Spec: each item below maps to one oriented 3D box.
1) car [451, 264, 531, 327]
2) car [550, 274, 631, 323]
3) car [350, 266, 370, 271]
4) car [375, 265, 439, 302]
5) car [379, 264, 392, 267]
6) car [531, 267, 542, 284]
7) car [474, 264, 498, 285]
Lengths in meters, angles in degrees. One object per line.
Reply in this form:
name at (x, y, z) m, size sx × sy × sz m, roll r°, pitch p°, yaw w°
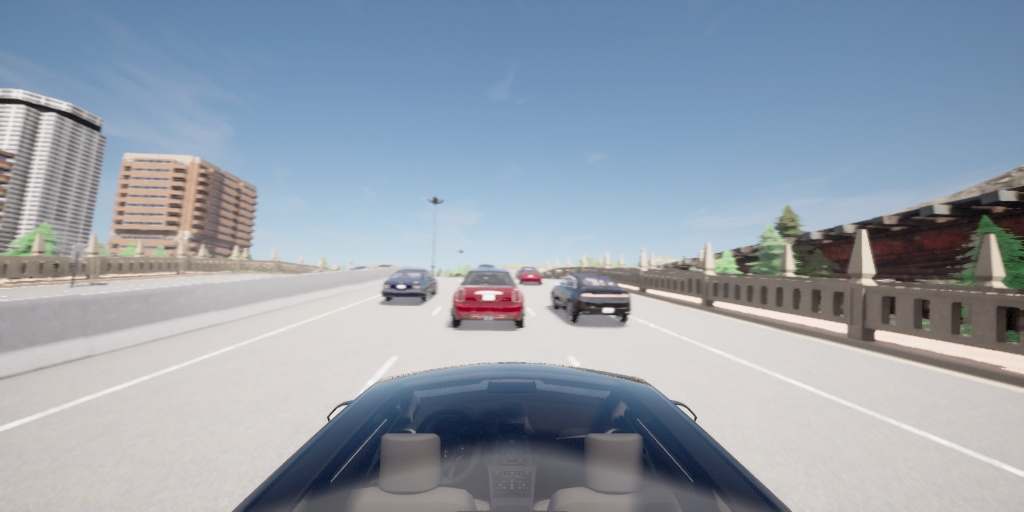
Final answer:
car at (-0.799, 1.167, 11.967) m, size 2.097 × 1.767 × 4.553 m, roll 1°, pitch -1°, yaw -4°
car at (2.635, 1.395, 12.907) m, size 2.128 × 1.511 × 4.902 m, roll 1°, pitch 0°, yaw -4°
car at (-21.451, 2.190, 50.992) m, size 2.097 × 1.767 × 4.553 m, roll 1°, pitch -6°, yaw -4°
car at (-4.706, 1.314, 17.120) m, size 2.033 × 1.411 × 5.357 m, roll 1°, pitch 0°, yaw -4°
car at (-17.956, 2.179, 51.208) m, size 2.150 × 2.045 × 5.566 m, roll 1°, pitch -6°, yaw -4°
car at (1.323, 1.580, 30.074) m, size 1.994 × 1.385 × 4.181 m, roll 1°, pitch -1°, yaw -4°
car at (-2.151, 1.436, 29.640) m, size 1.837 × 1.490 × 4.892 m, roll 1°, pitch 0°, yaw -4°
